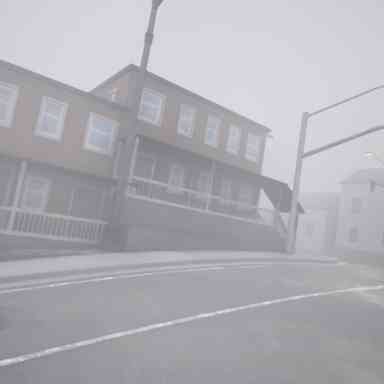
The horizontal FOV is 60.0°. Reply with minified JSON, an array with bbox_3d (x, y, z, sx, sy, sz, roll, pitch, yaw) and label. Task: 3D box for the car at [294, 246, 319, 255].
[{"bbox_3d":[9.324,5.622,29.884,2.097,1.767,4.553,13,-16,-34],"label":"car"}]
